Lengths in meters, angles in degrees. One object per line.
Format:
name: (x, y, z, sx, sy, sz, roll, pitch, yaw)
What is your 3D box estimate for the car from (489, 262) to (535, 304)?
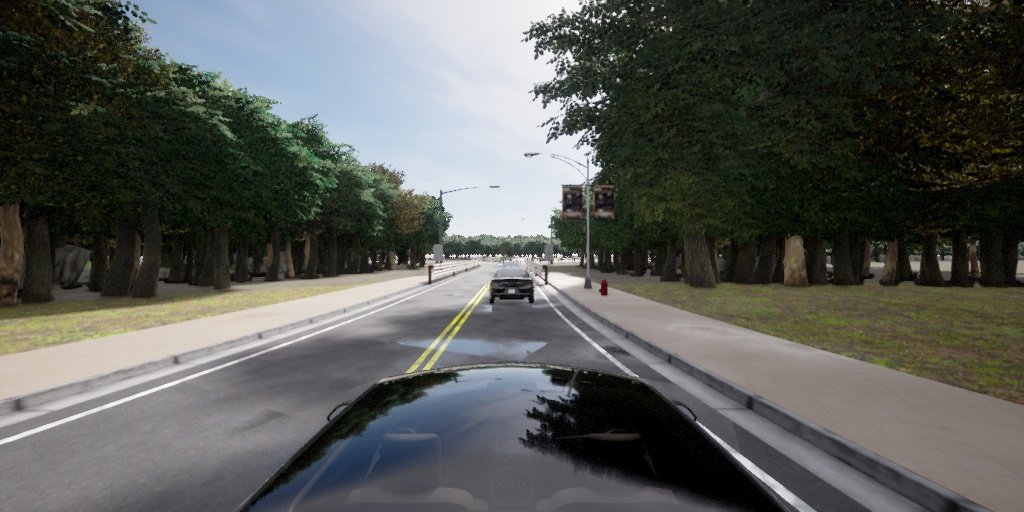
car: (-0.010, 1.234, 16.511, 1.882, 1.535, 5.008, 0, 0, 0)

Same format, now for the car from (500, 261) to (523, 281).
car: (-0.042, 1.236, 31.512, 1.882, 1.535, 5.008, 0, 0, 0)
